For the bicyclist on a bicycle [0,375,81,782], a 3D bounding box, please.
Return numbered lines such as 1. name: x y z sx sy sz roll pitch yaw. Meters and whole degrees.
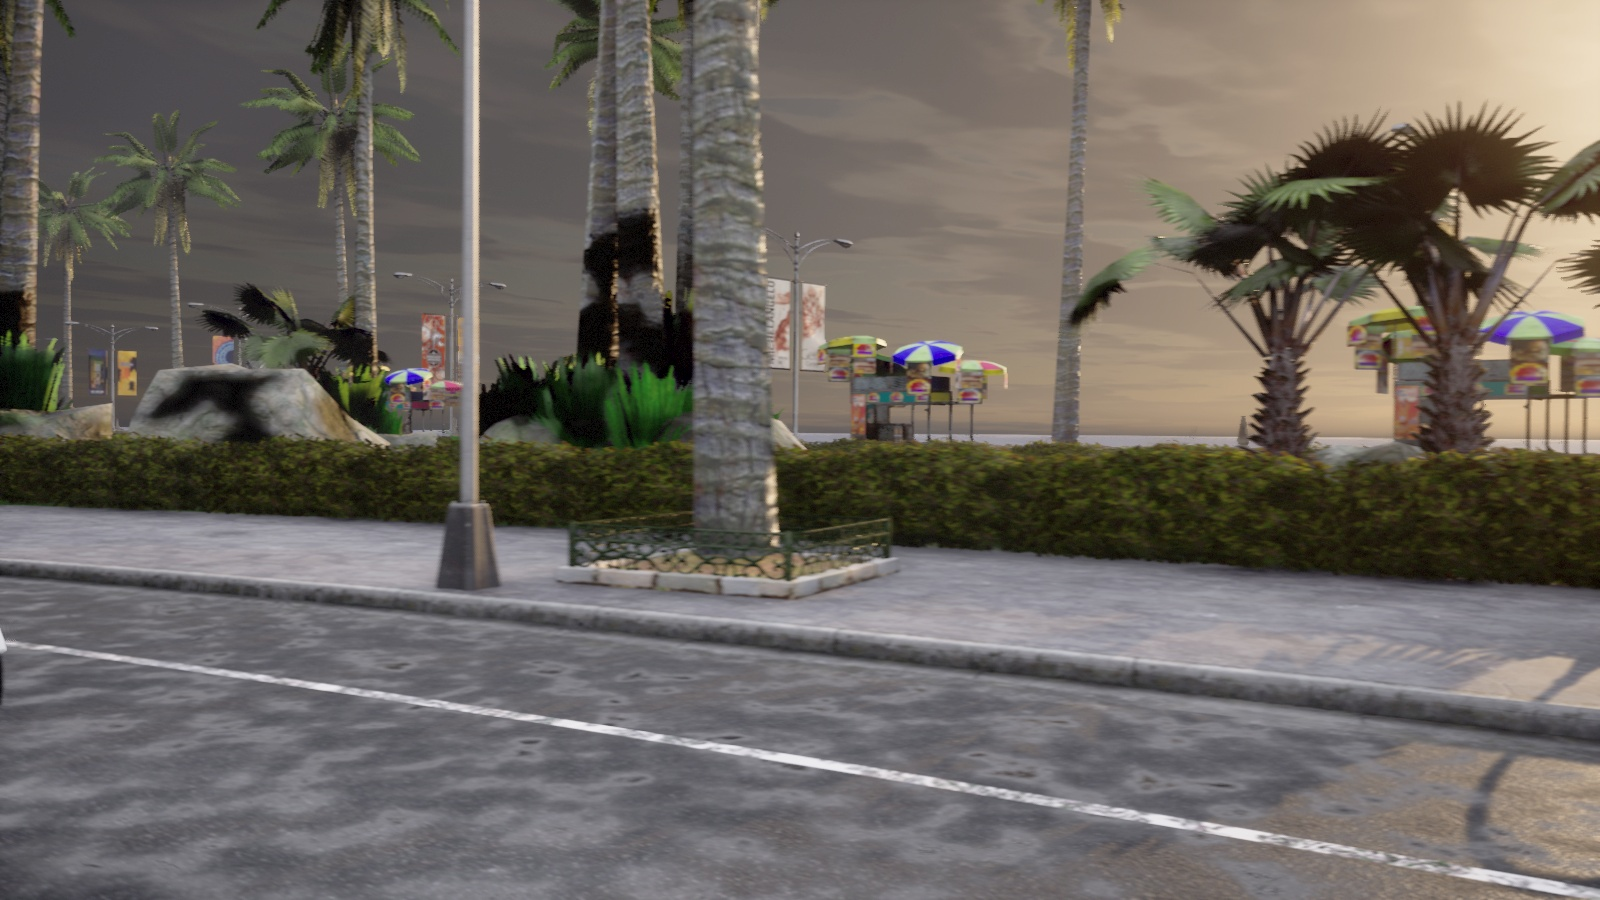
1. bicyclist on a bicycle: -4.303 0.559 5.931 1.843 1.776 0.659 0 1 28
